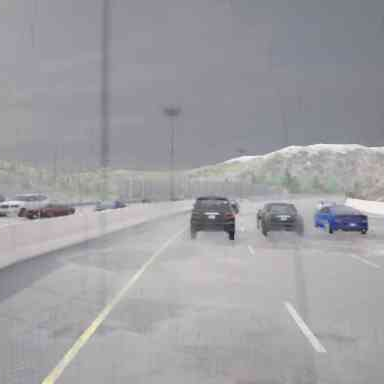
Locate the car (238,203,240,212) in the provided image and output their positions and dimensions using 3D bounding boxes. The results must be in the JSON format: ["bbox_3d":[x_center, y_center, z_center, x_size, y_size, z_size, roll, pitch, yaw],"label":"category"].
[{"bbox_3d":[4.119,1.539,35.747,1.812,1.442,4.674,0,0,12],"label":"car"}]

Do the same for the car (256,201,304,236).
[{"bbox_3d":[4.852,1.365,18.843,2.097,1.767,4.553,0,0,7],"label":"car"}]

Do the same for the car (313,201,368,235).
[{"bbox_3d":[8.408,1.498,19.242,1.882,1.535,5.008,0,0,7],"label":"car"}]

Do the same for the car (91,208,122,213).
[{"bbox_3d":[-7.671,1.512,31.173,1.812,1.442,4.674,0,0,10],"label":"car"}]

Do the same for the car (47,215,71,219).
[{"bbox_3d":[-11.794,1.577,27.838,1.895,1.301,4.718,0,0,9],"label":"car"}]

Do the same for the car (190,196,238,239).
[{"bbox_3d":[1.172,1.226,17.689,2.150,2.045,5.566,0,0,6],"label":"car"}]

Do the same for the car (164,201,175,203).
[{"bbox_3d":[-4.261,1.472,68.917,1.882,1.535,5.008,0,0,21],"label":"car"}]

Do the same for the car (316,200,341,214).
[{"bbox_3d":[15.269,1.639,37.530,1.895,1.301,4.718,0,0,14],"label":"car"}]
